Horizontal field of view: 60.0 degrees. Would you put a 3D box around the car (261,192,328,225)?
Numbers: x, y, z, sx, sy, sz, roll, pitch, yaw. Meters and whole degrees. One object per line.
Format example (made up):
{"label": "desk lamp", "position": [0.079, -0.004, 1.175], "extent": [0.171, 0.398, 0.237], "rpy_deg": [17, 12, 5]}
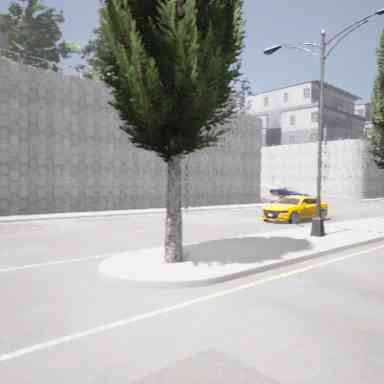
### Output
{"label": "car", "position": [6.182, 0.975, 19.792], "extent": [5.008, 1.535, 1.882], "rpy_deg": [-1, 2, -41]}

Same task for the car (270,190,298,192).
{"label": "car", "position": [8.119, 0.823, 25.939], "extent": [5.008, 1.535, 1.882], "rpy_deg": [-1, 2, -40]}

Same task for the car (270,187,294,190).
{"label": "car", "position": [12.364, 0.083, 42.573], "extent": [1.895, 1.301, 4.718], "rpy_deg": [0, 7, -39]}
